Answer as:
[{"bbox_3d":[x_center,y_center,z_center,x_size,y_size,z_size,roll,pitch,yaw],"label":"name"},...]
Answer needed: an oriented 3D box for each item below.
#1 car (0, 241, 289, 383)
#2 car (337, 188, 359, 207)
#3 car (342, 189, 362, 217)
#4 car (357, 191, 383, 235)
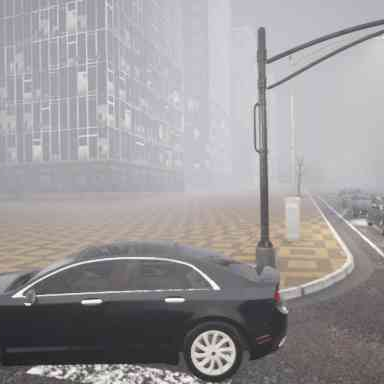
[{"bbox_3d":[-1.142,1.505,4.792,4.892,1.490,1.837,0,0,0],"label":"car"},{"bbox_3d":[12.886,0.454,26.854,2.128,1.511,4.902,-1,2,18],"label":"car"},{"bbox_3d":[10.921,0.759,20.780,1.994,1.385,4.181,-1,2,17],"label":"car"},{"bbox_3d":[8.902,0.928,14.476,2.128,1.511,4.902,-1,2,18],"label":"car"}]
